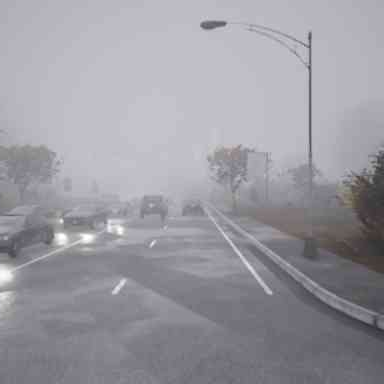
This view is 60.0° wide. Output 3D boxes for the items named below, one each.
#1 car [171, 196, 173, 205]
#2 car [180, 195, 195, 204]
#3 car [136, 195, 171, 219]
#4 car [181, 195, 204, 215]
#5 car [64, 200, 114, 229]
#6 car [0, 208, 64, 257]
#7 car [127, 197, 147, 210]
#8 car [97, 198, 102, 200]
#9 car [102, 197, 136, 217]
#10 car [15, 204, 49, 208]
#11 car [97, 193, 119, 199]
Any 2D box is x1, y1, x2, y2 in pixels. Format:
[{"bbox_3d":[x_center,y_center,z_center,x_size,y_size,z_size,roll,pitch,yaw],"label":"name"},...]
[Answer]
[{"bbox_3d":[-3.998,1.281,54.122,2.128,1.511,4.902,0,1,-4],"label":"car"},{"bbox_3d":[-0.792,1.239,56.855,2.128,1.511,4.902,0,0,-7],"label":"car"},{"bbox_3d":[-3.395,1.290,30.523,2.150,2.045,5.566,0,0,0],"label":"car"},{"bbox_3d":[0.106,1.397,34.653,2.097,1.767,4.553,0,0,0],"label":"car"},{"bbox_3d":[-7.045,1.557,22.574,1.882,1.535,5.008,0,0,0],"label":"car"},{"bbox_3d":[-7.086,1.577,13.362,1.812,1.442,4.674,0,0,0],"label":"car"},{"bbox_3d":[-7.001,1.467,43.097,1.837,1.490,4.892,0,1,0],"label":"car"},{"bbox_3d":[-10.501,1.613,31.341,2.033,1.411,5.357,0,0,0],"label":"car"},{"bbox_3d":[-6.993,1.550,32.671,2.128,1.511,4.902,0,0,0],"label":"car"},{"bbox_3d":[-10.552,1.555,21.497,1.882,1.535,5.008,0,0,0],"label":"car"},{"bbox_3d":[-10.502,1.200,41.708,2.150,2.045,5.566,0,1,0],"label":"car"}]
